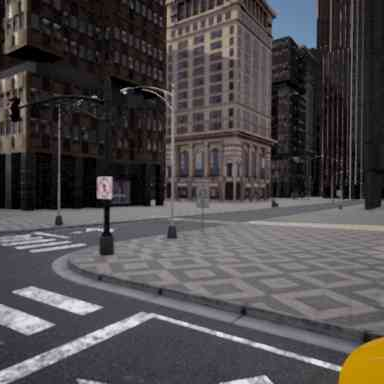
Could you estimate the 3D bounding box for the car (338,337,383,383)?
[{"bbox_3d":[3.277,1.478,1.353,5.008,1.535,1.882,0,0,35],"label":"car"}]
